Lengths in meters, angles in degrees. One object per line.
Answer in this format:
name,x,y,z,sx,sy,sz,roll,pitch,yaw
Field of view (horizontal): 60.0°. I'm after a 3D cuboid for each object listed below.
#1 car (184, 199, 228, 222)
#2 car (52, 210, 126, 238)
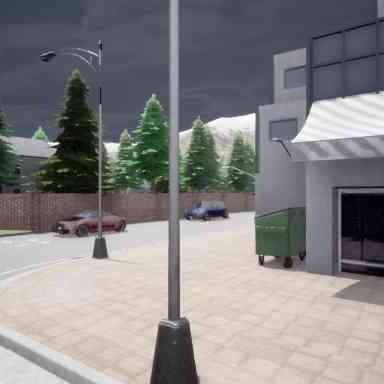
car,1.272,1.528,28.878,2.097,1.767,4.553,0,0,37
car,-5.838,1.740,19.276,1.994,1.385,4.181,0,0,37
